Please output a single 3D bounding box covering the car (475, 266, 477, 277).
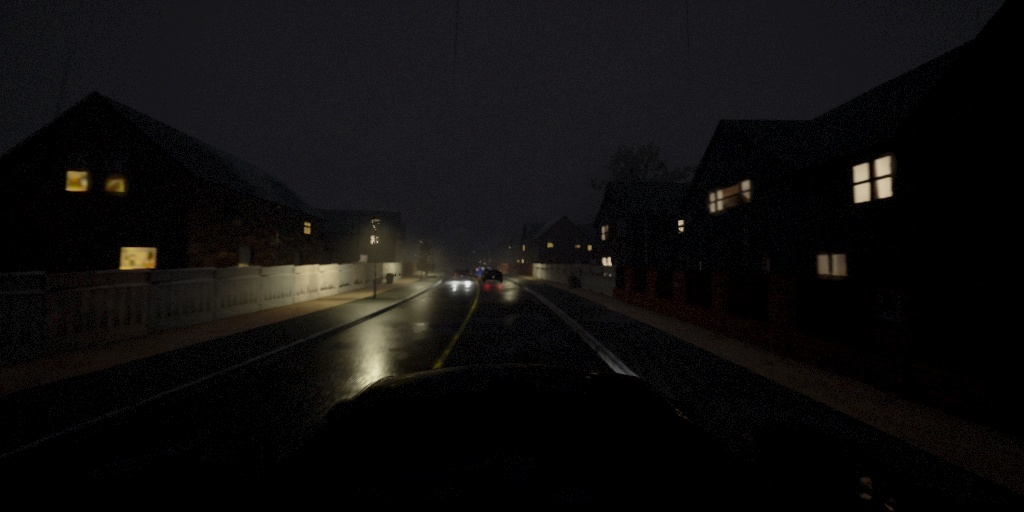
[{"bbox_3d":[-3.726,1.716,45.169,2.097,1.767,4.553,1,-1,-10],"label":"car"}]

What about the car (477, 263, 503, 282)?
[{"bbox_3d":[-1.938,1.683,33.999,2.128,1.511,4.902,1,-1,-7],"label":"car"}]

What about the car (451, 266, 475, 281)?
[{"bbox_3d":[-5.062,1.769,36.458,1.994,1.385,4.181,1,-1,-7],"label":"car"}]
